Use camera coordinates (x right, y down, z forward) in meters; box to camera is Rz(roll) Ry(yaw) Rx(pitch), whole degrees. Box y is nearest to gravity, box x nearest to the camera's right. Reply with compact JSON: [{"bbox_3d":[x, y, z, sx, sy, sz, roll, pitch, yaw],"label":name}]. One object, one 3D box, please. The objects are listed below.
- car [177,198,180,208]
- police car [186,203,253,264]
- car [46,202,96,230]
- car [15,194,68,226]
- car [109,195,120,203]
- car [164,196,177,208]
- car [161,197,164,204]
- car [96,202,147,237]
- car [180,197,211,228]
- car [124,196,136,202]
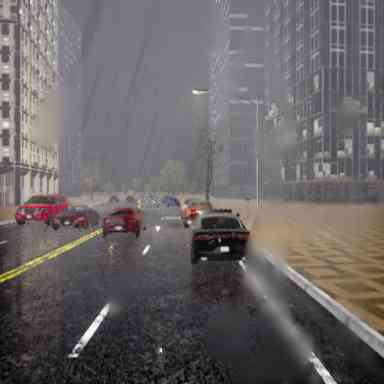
[{"bbox_3d":[0.101,1.319,28.079,2.097,1.767,4.553,0,0,-4],"label":"car"},{"bbox_3d":[0.862,1.410,11.984,1.930,1.638,5.238,0,0,-1],"label":"police car"},{"bbox_3d":[-7.094,1.541,20.634,1.994,1.385,4.181,0,0,-3],"label":"car"},{"bbox_3d":[-10.511,1.195,23.866,2.150,2.045,5.566,0,0,-3],"label":"car"},{"bbox_3d":[-15.258,1.452,65.346,1.837,1.490,4.892,0,0,-9],"label":"car"},{"bbox_3d":[-2.725,1.477,48.066,1.812,1.442,4.674,0,0,-7],"label":"car"},{"bbox_3d":[-4.623,1.471,61.559,1.812,1.442,4.674,0,0,-9],"label":"car"},{"bbox_3d":[-3.521,1.505,17.800,1.812,1.442,4.674,0,0,-2],"label":"car"},{"bbox_3d":[0.470,1.325,21.995,2.097,1.767,4.553,0,0,-3],"label":"car"},{"bbox_3d":[-11.272,1.453,60.836,1.837,1.490,4.892,0,0,-9],"label":"car"}]
